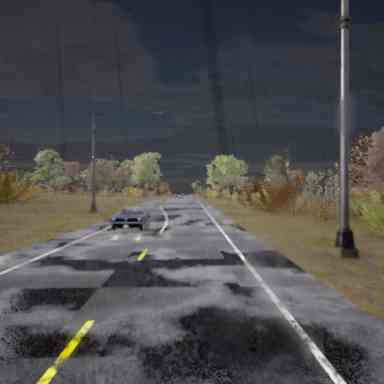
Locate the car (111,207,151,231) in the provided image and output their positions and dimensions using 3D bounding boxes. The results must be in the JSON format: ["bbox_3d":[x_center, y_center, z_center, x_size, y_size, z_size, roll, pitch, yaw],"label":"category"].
[{"bbox_3d":[-3.712,1.607,20.760,1.895,1.301,4.718,0,0,-1],"label":"car"}]
